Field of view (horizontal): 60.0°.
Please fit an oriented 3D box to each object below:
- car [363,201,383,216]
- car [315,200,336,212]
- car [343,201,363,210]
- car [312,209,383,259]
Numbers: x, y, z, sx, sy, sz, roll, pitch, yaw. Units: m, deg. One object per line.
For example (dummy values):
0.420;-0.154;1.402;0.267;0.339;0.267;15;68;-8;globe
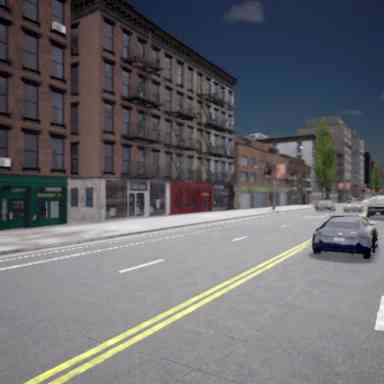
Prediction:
16.936;1.588;29.940;1.837;1.490;4.892;0;-1;33;car
17.058;1.750;42.447;1.812;1.442;4.674;0;-1;33;car
19.743;1.808;40.617;1.895;1.301;4.718;0;-1;33;car
6.105;1.594;13.027;1.994;1.385;4.181;0;0;33;car
